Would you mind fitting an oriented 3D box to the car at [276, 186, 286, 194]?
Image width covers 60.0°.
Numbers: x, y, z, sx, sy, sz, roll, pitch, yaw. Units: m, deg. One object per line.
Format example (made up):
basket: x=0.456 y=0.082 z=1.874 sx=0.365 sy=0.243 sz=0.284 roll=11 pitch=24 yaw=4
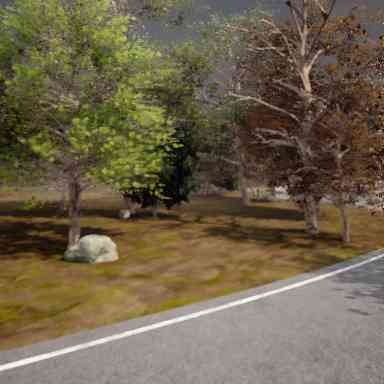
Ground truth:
car: x=14.441 y=-0.446 z=55.005 sx=1.812 sy=1.442 sz=4.674 roll=-4 pitch=3 yaw=11
